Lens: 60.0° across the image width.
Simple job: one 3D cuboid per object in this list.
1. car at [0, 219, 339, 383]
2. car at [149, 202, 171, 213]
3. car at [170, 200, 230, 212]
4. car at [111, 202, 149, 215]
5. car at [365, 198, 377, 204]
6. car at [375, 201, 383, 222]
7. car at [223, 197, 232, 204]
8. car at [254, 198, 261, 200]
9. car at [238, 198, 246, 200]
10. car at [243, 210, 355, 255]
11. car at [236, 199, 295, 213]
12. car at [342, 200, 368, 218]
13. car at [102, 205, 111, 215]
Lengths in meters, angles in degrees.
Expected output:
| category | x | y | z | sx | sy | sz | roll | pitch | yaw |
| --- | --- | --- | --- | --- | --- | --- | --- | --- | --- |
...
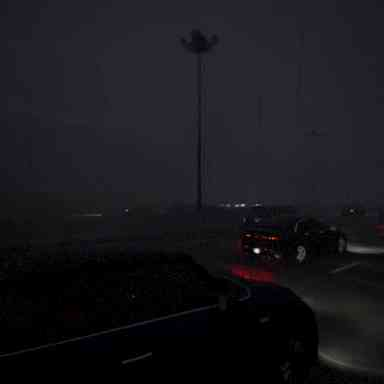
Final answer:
| category | x | y | z | sx | sy | sz | roll | pitch | yaw |
| --- | --- | --- | --- | --- | --- | --- | --- | --- | --- |
| car | -0.595 | 1.370 | 3.716 | 4.553 | 1.767 | 2.097 | 0 | 0 | -37 |
| car | -1.464 | 1.660 | 32.264 | 2.128 | 1.511 | 4.902 | 0 | 0 | 37 |
| car | 0.824 | 1.708 | 29.430 | 2.033 | 1.411 | 5.357 | 0 | 0 | 38 |
| car | -5.346 | 1.687 | 32.974 | 1.812 | 1.442 | 4.674 | 0 | 0 | 38 |
| car | 41.236 | 2.025 | 77.022 | 1.994 | 1.385 | 4.181 | 0 | 0 | 14 |
| car | 16.623 | 1.688 | 27.388 | 2.128 | 1.511 | 4.902 | 0 | 0 | 33 |
| car | 7.589 | 1.938 | 73.064 | 1.812 | 1.442 | 4.674 | 0 | 0 | 14 |
| car | 13.860 | 1.965 | 69.319 | 1.994 | 1.385 | 4.181 | 0 | 0 | 14 |
| car | 10.365 | 1.958 | 69.778 | 1.994 | 1.385 | 4.181 | 0 | 0 | 14 |
| car | 3.802 | 1.580 | 11.953 | 4.892 | 1.490 | 1.837 | 0 | 0 | -42 |
| car | 4.645 | 1.461 | 17.758 | 2.097 | 1.767 | 4.553 | 0 | 0 | 44 |
| car | 16.387 | 1.794 | 33.772 | 1.994 | 1.385 | 4.181 | 0 | 0 | 29 |
| car | -7.587 | 1.733 | 35.790 | 1.994 | 1.385 | 4.181 | 0 | 0 | 38 |
